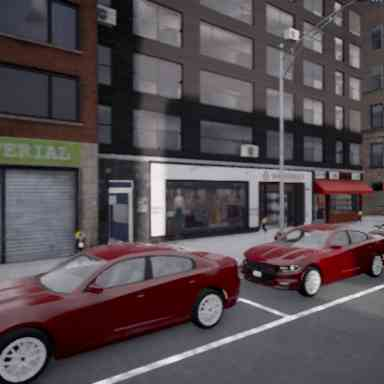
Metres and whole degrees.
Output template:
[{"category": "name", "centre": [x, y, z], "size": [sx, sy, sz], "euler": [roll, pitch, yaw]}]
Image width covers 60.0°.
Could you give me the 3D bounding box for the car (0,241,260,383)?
[{"category": "car", "centre": [-1.234, 1.538, 5.330], "size": [4.507, 1.381, 1.887], "euler": [0, 0, -35]}]

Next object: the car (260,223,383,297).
[{"category": "car", "centre": [3.248, 1.520, 8.523], "size": [4.507, 1.381, 1.887], "euler": [0, 0, -35]}]
